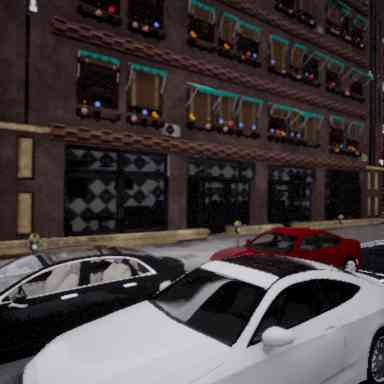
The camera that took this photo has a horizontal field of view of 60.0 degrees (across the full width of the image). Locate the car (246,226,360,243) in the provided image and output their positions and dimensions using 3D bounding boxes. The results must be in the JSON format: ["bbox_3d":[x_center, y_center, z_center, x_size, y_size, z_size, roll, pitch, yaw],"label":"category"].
[{"bbox_3d":[2.449,1.583,8.297,4.507,1.381,1.887,0,0,-35],"label":"car"}]

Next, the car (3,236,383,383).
[{"bbox_3d":[0.639,1.541,3.821,4.674,1.442,1.812,0,0,-36],"label":"car"}]

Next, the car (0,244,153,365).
[{"bbox_3d":[-2.047,1.557,5.090,4.403,1.369,2.008,0,0,-35],"label":"car"}]
